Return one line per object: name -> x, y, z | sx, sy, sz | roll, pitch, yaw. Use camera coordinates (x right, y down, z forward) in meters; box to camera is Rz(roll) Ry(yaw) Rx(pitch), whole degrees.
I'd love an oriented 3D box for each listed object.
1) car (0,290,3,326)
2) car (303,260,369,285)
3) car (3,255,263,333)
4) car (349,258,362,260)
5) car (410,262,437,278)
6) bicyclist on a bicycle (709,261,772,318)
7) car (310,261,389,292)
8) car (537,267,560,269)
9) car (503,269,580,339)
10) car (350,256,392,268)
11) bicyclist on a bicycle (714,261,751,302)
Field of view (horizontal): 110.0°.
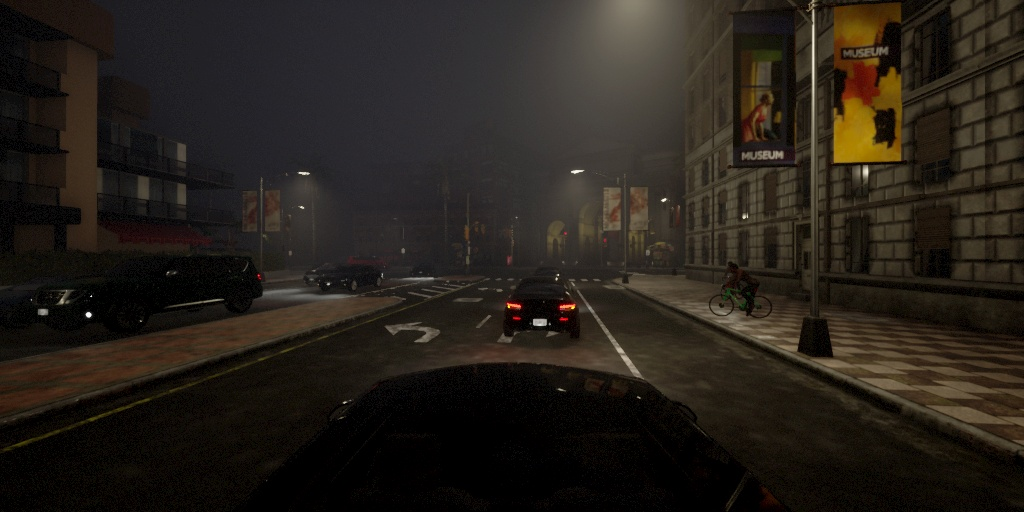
car -> -14.204, 1.297, 11.639 | 2.033, 1.411, 5.357 | 0, 0, 7
car -> -12.629, 1.242, 25.485 | 2.128, 1.511, 4.902 | 0, 0, 6
car -> -10.713, 0.971, 11.216 | 2.150, 2.045, 5.566 | 0, 0, 8
car -> -21.196, 1.297, 42.908 | 5.357, 1.411, 2.033 | 0, 0, 17
car -> -8.402, 1.314, 34.389 | 1.994, 1.385, 4.181 | 0, 0, -4
bicyclist on a bicycle -> 6.854, 1.051, 10.797 | 1.656, 1.620, 0.582 | 0, 0, 22
car -> -9.535, 1.255, 21.580 | 1.837, 1.490, 4.892 | 0, 0, 7
car -> 1.922, 1.276, 18.921 | 1.812, 1.442, 4.674 | 0, 0, 7
car -> 0.877, 1.276, 10.078 | 1.812, 1.442, 4.674 | 0, 0, 7
car -> -18.551, 0.974, 46.746 | 5.566, 2.045, 2.150 | 0, 0, 7
bicyclist on a bicycle -> 9.272, 1.050, 15.059 | 1.656, 1.620, 0.582 | 0, 0, -28
